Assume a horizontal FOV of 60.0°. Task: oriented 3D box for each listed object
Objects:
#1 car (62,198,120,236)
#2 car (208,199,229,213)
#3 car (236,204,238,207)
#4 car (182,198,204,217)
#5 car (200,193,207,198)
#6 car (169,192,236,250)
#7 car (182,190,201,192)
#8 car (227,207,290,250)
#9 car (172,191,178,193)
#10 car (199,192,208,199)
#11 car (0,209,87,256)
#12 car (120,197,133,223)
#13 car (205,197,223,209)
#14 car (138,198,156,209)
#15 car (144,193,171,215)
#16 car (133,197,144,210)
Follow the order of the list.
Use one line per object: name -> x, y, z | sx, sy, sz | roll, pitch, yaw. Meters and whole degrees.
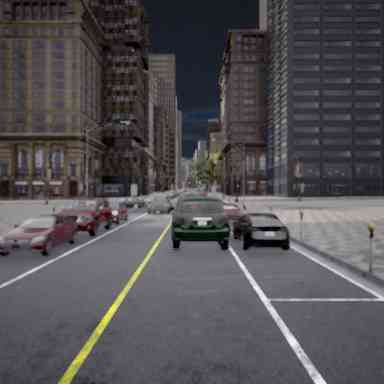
car -> -5.752, 1.264, 18.246 | 2.192, 1.841, 5.009 | 0, 0, 0
car -> 2.782, 1.439, 35.502 | 1.947, 1.339, 4.313 | 0, 0, 0
car -> 2.776, 1.505, 24.701 | 1.802, 1.307, 4.206 | 0, 0, 0
car -> 0.110, 1.372, 31.212 | 1.882, 1.535, 5.008 | 0, 0, 0
car -> 3.102, 0.999, 91.727 | 1.887, 1.381, 4.507 | 0, 1, 0
car -> 0.230, 1.182, 14.398 | 2.150, 2.045, 5.566 | 0, 0, -3
car -> 0.106, 1.041, 44.744 | 2.150, 2.045, 5.566 | 0, 0, 1
car -> 2.770, 1.527, 13.902 | 1.947, 1.339, 4.313 | 0, 0, 0
car -> -5.462, 1.049, 86.243 | 1.887, 1.381, 4.507 | 0, 1, 0
car -> 3.065, 0.819, 86.185 | 2.192, 1.841, 5.009 | 0, 1, 0
car -> -5.755, 1.547, 12.946 | 1.802, 1.307, 4.206 | 0, 0, 0
car -> -5.749, 1.369, 23.548 | 1.967, 1.590, 4.097 | 0, 0, 0
car -> 2.786, 1.397, 42.868 | 1.947, 1.339, 4.313 | 0, 0, 0
car -> -5.740, 1.414, 42.877 | 1.802, 1.307, 4.206 | 0, 0, 0
car -> -3.079, 1.241, 32.347 | 2.097, 1.767, 4.553 | 0, 0, 0
car -> -7.481, 1.254, 36.953 | 4.403, 1.369, 2.008 | -1, 1, -9
